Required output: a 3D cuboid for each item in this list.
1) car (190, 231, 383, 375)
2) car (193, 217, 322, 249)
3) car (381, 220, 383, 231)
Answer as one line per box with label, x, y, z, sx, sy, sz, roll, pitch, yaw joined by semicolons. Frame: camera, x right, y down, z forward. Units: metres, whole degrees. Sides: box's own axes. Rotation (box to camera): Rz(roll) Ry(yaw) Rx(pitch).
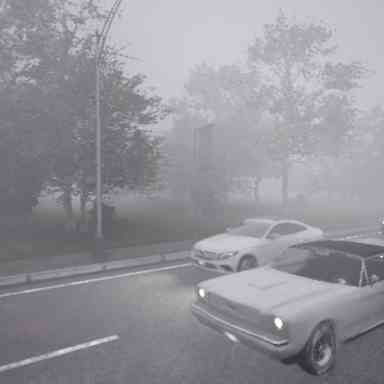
car;2.306;1.579;5.678;4.718;1.301;1.895;-1;0;-36
car;2.127;1.502;9.873;4.674;1.442;1.812;-1;0;-36
car;11.167;1.417;16.416;4.674;1.442;1.812;-1;0;-36
